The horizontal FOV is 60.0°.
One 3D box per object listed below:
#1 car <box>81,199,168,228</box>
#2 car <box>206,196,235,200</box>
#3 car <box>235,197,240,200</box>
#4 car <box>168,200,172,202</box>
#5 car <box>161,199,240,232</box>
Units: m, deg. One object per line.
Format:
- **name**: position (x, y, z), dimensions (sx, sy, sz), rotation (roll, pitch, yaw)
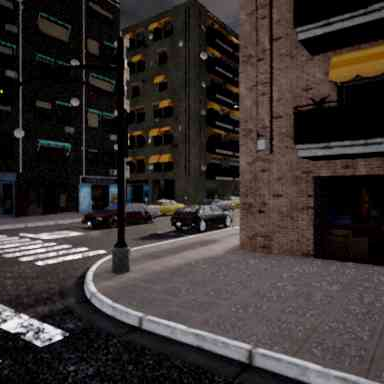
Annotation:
- **car**: position (-4.223, 1.349, 20.849), dimensions (2.033, 1.411, 5.357), rotation (0, 1, 36)
- **car**: position (1.614, 1.242, 28.846), dimensions (1.994, 1.385, 4.181), rotation (0, 1, 37)
- **car**: position (4.169, 1.112, 36.529), dimensions (1.752, 1.417, 4.829), rotation (1, 1, 36)
- **car**: position (-2.511, 1.253, 27.365), dimensions (1.752, 1.417, 4.829), rotation (1, 1, 36)
- **car**: position (0.634, 1.333, 18.302), dimensions (2.008, 1.369, 4.403), rotation (1, 1, 36)
